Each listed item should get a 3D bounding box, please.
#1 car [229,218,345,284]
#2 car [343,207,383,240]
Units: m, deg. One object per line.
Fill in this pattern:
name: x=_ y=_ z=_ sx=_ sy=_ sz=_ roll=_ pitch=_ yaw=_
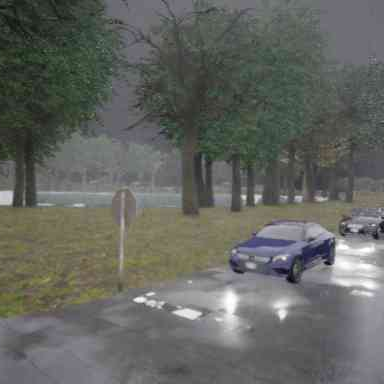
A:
car: x=2.970 y=1.618 z=10.202 sx=1.812 sy=1.442 sz=4.674 roll=0 pitch=0 yaw=39
car: x=9.602 y=1.615 z=18.285 sx=2.128 sy=1.511 sz=4.902 roll=0 pitch=0 yaw=40
